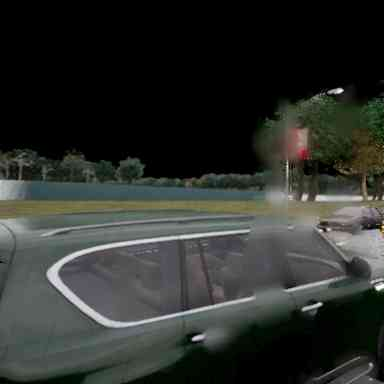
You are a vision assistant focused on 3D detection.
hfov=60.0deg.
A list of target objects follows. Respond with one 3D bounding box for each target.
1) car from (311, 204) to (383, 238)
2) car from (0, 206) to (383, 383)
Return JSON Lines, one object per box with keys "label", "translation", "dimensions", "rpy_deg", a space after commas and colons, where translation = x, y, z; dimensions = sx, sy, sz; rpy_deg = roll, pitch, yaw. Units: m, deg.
{"label": "car", "translation": [8.963, 1.460, 18.062], "dimensions": [5.357, 1.411, 2.033], "rpy_deg": [0, 0, -35]}
{"label": "car", "translation": [0.362, 1.211, 3.696], "dimensions": [5.566, 2.045, 2.150], "rpy_deg": [0, 0, -36]}
